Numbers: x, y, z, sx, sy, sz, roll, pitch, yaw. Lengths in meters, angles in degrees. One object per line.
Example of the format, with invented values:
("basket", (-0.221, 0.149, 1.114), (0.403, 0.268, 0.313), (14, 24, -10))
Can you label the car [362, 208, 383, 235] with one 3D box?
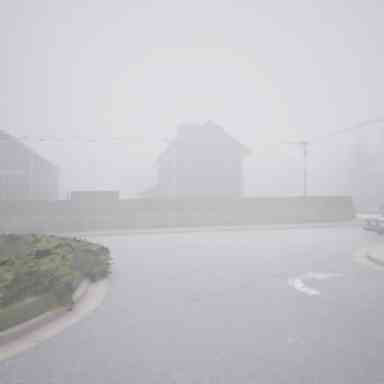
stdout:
("car", (12.295, 1.738, 18.509), (5.357, 1.411, 2.033), (-1, -1, -10))

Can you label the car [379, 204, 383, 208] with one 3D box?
("car", (21.927, 1.576, 34.131), (2.150, 2.045, 5.566), (-1, -1, -14))
